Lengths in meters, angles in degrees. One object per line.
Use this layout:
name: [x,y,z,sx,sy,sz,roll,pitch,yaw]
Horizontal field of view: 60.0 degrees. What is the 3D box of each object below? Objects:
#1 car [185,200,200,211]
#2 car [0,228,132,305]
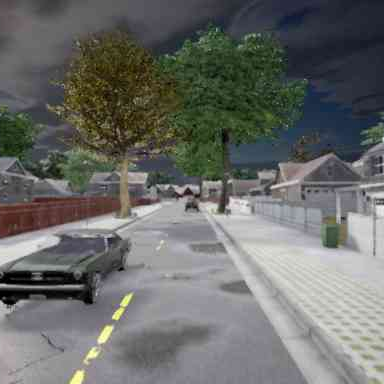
car: [0.015,1.795,44.938,1.837,1.490,4.892,0,-1,1]
car: [-2.832,1.635,8.315,1.895,1.301,4.718,0,0,0]
